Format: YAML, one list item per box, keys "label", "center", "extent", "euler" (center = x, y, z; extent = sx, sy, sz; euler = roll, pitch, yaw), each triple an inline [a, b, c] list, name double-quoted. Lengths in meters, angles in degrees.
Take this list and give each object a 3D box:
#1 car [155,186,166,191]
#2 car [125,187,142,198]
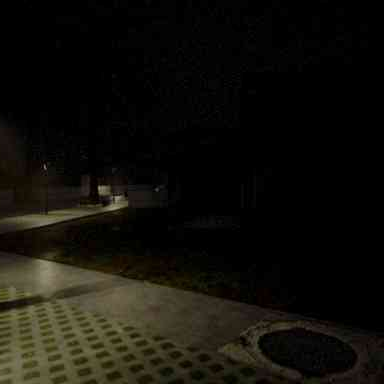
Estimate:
- label: "car"
  center: [-5.902, -0.375, 64.761]
  extent: [1.812, 1.442, 4.674]
  euler: [1, 2, 10]
- label: "car"
  center: [-8.550, 0.040, 50.265]
  extent: [1.882, 1.535, 5.008]
  euler: [1, 2, 10]
